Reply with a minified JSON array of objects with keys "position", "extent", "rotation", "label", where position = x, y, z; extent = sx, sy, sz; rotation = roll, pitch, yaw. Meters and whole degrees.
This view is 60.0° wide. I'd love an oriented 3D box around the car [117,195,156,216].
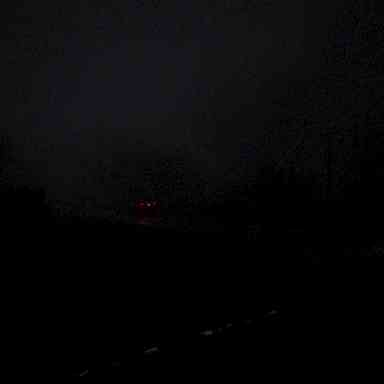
[{"position":[-5.733,1.338,34.186],"extent":[2.150,2.045,5.566],"rotation":[1,-1,-36],"label":"car"}]
